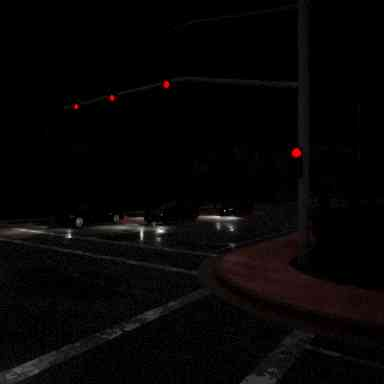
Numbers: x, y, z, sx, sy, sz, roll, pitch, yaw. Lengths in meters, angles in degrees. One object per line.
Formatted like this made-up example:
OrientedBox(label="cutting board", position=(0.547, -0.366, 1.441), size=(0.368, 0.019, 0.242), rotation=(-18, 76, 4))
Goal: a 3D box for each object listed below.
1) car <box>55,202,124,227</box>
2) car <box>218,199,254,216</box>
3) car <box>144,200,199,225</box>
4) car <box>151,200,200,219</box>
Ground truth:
OrientedBox(label="car", position=(-6.951, 1.478, 22.961), size=(1.882, 1.535, 5.008), rotation=(0, 0, 36))
OrientedBox(label="car", position=(4.424, 1.505, 32.792), size=(1.837, 1.490, 4.892), rotation=(0, 0, 36))
OrientedBox(label="car", position=(-1.435, 1.478, 24.653), size=(1.882, 1.535, 5.008), rotation=(0, 0, 36))
OrientedBox(label="car", position=(-1.420, 1.505, 30.677), size=(1.837, 1.490, 4.892), rotation=(0, 0, 36))
